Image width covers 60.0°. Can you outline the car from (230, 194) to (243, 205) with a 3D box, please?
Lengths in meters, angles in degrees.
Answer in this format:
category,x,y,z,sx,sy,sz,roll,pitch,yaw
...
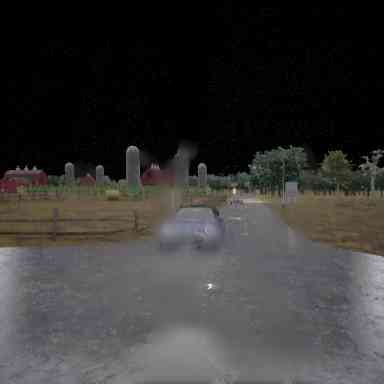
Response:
category,x,y,z,sx,sy,sz,roll,pitch,yaw
car,7.399,1.157,55.068,2.097,1.767,4.553,0,0,10

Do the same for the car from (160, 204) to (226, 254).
category,x,y,z,sx,sy,sz,roll,pitch,yaw
car,0.200,1.341,13.605,2.097,1.767,4.553,0,0,10
